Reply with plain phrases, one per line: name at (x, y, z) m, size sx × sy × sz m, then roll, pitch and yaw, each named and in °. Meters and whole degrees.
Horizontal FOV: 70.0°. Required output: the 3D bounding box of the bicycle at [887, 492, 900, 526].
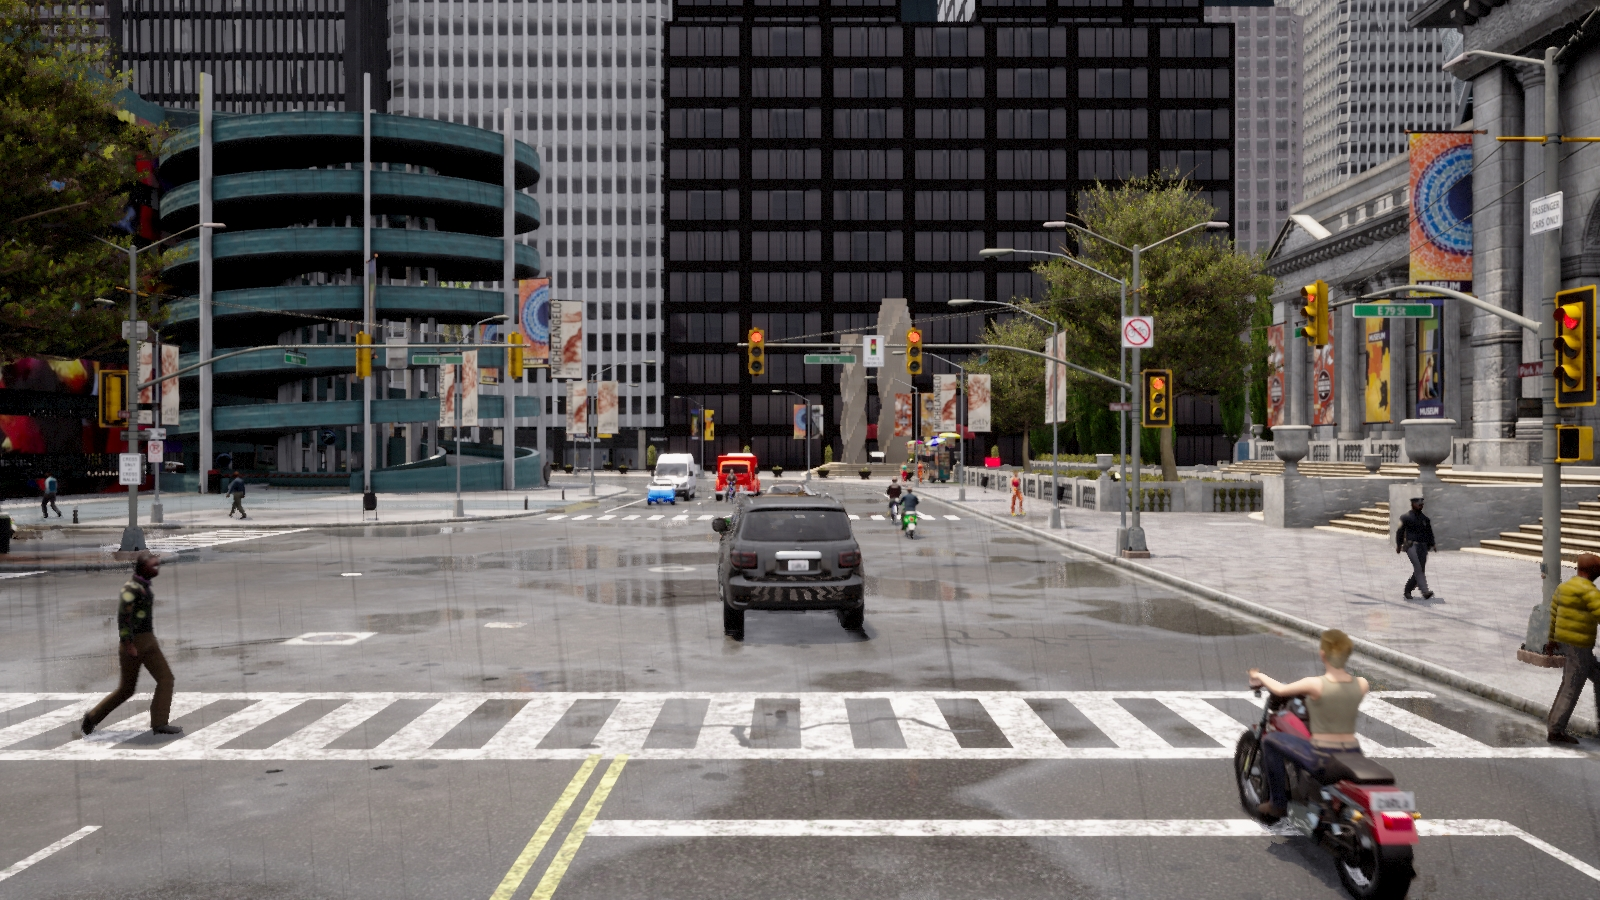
bicycle at (3.500, 2.194, 42.756) m, size 0.329 × 1.171 × 1.835 m, roll 0°, pitch 0°, yaw 0°

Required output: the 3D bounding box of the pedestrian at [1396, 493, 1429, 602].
pedestrian at (10.633, 1.688, 19.840) m, size 0.375 × 1.860 × 0.375 m, roll 0°, pitch 0°, yaw 4°

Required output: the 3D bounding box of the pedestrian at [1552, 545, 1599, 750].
pedestrian at (7.386, 1.842, 10.763) m, size 0.375 × 1.860 × 0.375 m, roll 0°, pitch 0°, yaw 7°

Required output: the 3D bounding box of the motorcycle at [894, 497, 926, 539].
motorcycle at (3.524, 2.168, 36.739) m, size 0.856 × 1.236 × 1.805 m, roll 0°, pitch 0°, yaw 0°

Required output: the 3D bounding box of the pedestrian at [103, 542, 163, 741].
pedestrian at (-6.475, 1.843, 11.105) m, size 0.375 × 1.860 × 0.375 m, roll 0°, pitch 0°, yaw -4°

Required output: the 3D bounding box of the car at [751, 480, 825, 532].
car at (-0.366, 1.976, 41.651) m, size 2.152 × 1.651 × 5.027 m, roll 0°, pitch 0°, yaw 6°

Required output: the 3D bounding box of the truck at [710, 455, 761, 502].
truck at (-3.541, 1.543, 64.074) m, size 2.627 × 2.467 × 5.204 m, roll 0°, pitch 0°, yaw -1°

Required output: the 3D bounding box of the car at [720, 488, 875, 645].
car at (-0.227, 1.772, 19.304) m, size 2.150 × 2.045 × 5.566 m, roll 0°, pitch 0°, yaw -5°

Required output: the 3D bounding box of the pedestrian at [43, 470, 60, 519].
pedestrian at (-28.515, 1.681, 43.515) m, size 0.375 × 1.860 × 0.375 m, roll 0°, pitch 0°, yaw 12°

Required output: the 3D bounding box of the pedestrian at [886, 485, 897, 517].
pedestrian at (3.802, 2.111, 47.358) m, size 0.375 × 1.300 × 0.375 m, roll 0°, pitch 0°, yaw -13°

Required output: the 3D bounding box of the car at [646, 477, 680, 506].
car at (-6.988, 2.098, 58.266) m, size 1.481 × 1.376 × 2.207 m, roll 0°, pitch 0°, yaw 0°

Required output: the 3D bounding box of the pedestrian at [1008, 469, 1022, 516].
pedestrian at (8.476, 1.679, 45.085) m, size 0.375 × 1.860 × 0.375 m, roll 0°, pitch 0°, yaw -29°

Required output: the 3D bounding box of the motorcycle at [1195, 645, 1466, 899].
motorcycle at (3.496, 2.167, 7.831) m, size 0.764 × 1.277 × 2.356 m, roll 0°, pitch 0°, yaw 0°

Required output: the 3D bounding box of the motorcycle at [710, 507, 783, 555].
motorcycle at (-1.453, 2.202, 31.305) m, size 0.803 × 1.145 × 2.033 m, roll 0°, pitch 1°, yaw 41°

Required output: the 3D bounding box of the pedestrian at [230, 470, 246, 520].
pedestrian at (-21.094, 1.679, 42.894) m, size 0.375 × 1.860 × 0.375 m, roll 0°, pitch 0°, yaw 16°

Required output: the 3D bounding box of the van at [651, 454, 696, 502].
van at (-7.042, 1.510, 64.165) m, size 1.988 × 2.561 × 5.915 m, roll 0°, pitch 0°, yaw -1°
